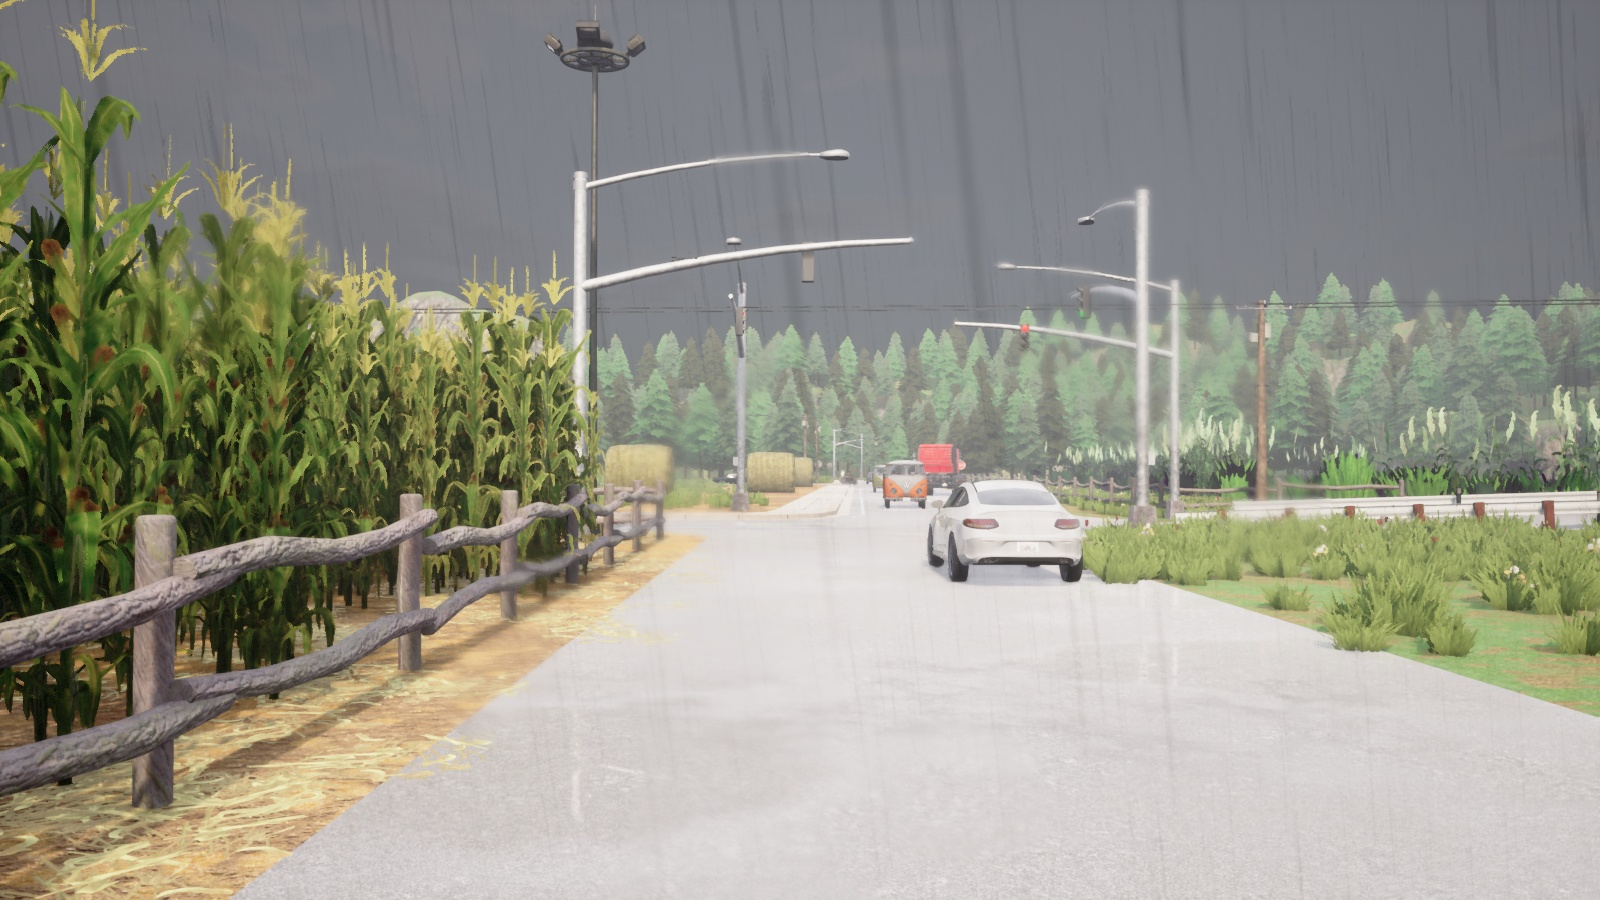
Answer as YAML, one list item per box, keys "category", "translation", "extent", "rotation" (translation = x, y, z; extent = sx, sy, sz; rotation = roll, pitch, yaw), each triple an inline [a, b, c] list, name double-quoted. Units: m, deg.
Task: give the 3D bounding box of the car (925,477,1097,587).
- category: "car"
  translation: [3.054, 1.149, 19.121]
  extent: [1.812, 1.442, 4.674]
  rotation: [0, -1, 0]

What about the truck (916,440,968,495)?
- category: "truck"
  translation: [9.295, 1.154, 83.148]
  extent: [2.891, 3.462, 7.936]
  rotation: [0, -1, 3]

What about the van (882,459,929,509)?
- category: "van"
  translation: [4.395, 1.398, 52.677]
  extent: [1.775, 1.987, 4.442]
  rotation: [0, -1, 3]

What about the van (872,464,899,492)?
- category: "van"
  translation: [6.127, 2.022, 90.378]
  extent: [1.775, 1.987, 4.442]
  rotation: [0, -1, 3]
